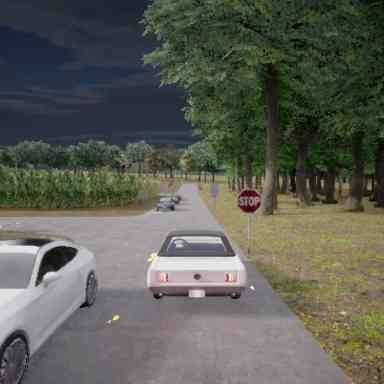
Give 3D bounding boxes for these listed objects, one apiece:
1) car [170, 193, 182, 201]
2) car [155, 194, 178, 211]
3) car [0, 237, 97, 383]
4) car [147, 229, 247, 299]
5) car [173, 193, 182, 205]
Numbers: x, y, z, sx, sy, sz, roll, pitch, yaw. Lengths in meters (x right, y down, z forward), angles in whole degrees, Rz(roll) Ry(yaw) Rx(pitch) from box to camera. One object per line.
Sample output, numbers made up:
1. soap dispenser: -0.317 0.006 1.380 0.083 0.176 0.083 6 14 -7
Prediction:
1. car: -2.841 0.884 59.868 1.895 1.301 4.718 0 1 0
2. car: -2.859 1.302 36.971 1.812 1.442 4.674 0 1 0
3. car: -2.851 1.520 5.197 1.812 1.442 4.674 0 0 0
4. car: 0.098 1.590 8.380 1.895 1.301 4.718 0 0 0
5. car: -2.855 1.141 47.611 1.994 1.385 4.181 0 1 0
